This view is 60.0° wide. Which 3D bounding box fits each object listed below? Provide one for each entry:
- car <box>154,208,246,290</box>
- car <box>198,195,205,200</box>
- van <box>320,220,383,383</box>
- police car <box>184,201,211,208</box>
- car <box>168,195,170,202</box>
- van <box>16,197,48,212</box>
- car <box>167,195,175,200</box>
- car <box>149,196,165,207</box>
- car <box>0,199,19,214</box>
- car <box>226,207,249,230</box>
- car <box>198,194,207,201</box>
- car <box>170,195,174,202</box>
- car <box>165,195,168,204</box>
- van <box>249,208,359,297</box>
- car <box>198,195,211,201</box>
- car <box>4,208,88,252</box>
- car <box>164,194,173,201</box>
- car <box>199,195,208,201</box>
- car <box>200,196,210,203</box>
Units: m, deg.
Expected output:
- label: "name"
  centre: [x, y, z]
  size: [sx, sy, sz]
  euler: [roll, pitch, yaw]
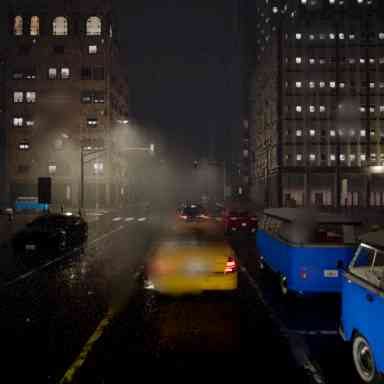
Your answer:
- label: "car"
  centre: [0.096, 1.458, 9.056]
  size: [1.801, 1.575, 5.366]
  euler: [0, 0, 0]
- label: "car"
  centre: [2.690, 1.472, 91.624]
  size: [1.752, 1.417, 4.829]
  euler: [1, 0, 0]
- label: "van"
  centre: [2.703, 1.342, 2.720]
  size: [1.690, 1.788, 3.998]
  euler: [1, 0, 0]
- label: "police car"
  centre: [0.102, 1.505, 19.375]
  size: [2.038, 1.542, 4.974]
  euler: [0, 0, 0]
- label: "car"
  centre: [-5.687, 1.560, 63.196]
  size: [1.802, 1.307, 4.206]
  euler: [1, 0, 0]
- label: "van"
  centre: [-19.740, 1.524, 40.761]
  size: [3.998, 1.788, 1.690]
  euler: [0, 0, 1]
- label: "car"
  centre: [-5.690, 1.472, 91.285]
  size: [1.752, 1.417, 4.829]
  euler: [1, 0, 0]
- label: "car"
  centre: [-5.686, 1.572, 51.893]
  size: [1.802, 1.307, 4.206]
  euler: [1, 0, 0]
- label: "car"
  centre: [-19.847, 1.620, 32.380]
  size: [4.403, 1.369, 2.008]
  euler: [0, 0, 1]
- label: "car"
  centre: [2.698, 1.545, 19.450]
  size: [1.887, 1.381, 4.507]
  euler: [1, 0, 0]
- label: "car"
  centre: [2.692, 1.394, 85.803]
  size: [1.967, 1.590, 4.097]
  euler: [1, 0, 0]
- label: "car"
  centre: [-5.688, 1.517, 74.499]
  size: [2.008, 1.369, 4.403]
  euler: [1, 0, 0]
- label: "car"
  centre: [-5.684, 1.425, 57.546]
  size: [1.967, 1.590, 4.097]
  euler: [1, 0, 0]
- label: "van"
  centre: [2.702, 1.343, 8.296]
  size: [1.690, 1.788, 3.998]
  euler: [1, 0, 0]
- label: "car"
  centre: [2.693, 1.529, 63.196]
  size: [2.008, 1.369, 4.403]
  euler: [1, 0, 0]
- label: "car"
  centre: [-5.682, 1.567, 13.878]
  size: [1.947, 1.339, 4.313]
  euler: [1, 0, 0]
- label: "car"
  centre: [-5.687, 1.400, 80.151]
  size: [1.967, 1.590, 4.097]
  euler: [1, 0, 0]
- label: "car"
  centre: [2.691, 1.510, 80.150]
  size: [2.008, 1.369, 4.403]
  euler: [1, 0, 0]
- label: "car"
  centre: [2.693, 1.517, 68.848]
  size: [1.887, 1.381, 4.507]
  euler: [1, 0, 0]
